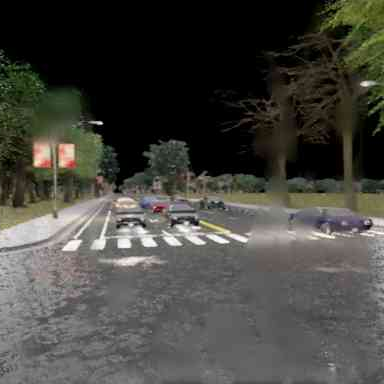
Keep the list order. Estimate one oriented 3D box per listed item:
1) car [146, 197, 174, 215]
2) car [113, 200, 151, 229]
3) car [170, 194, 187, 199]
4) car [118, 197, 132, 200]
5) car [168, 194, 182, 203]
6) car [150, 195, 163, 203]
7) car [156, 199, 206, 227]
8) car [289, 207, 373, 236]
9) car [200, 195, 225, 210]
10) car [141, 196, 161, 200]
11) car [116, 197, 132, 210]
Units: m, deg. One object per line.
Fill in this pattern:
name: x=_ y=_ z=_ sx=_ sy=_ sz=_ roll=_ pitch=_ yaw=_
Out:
car: x=-3.153 y=1.465 z=32.447 sx=1.895 sy=1.301 sz=4.718 roll=-1 pitch=0 yaw=-13
car: x=-4.085 y=1.487 z=21.788 sx=2.033 sy=1.411 sz=5.357 roll=-1 pitch=0 yaw=-12
car: x=-1.598 y=1.302 z=40.659 sx=1.837 sy=1.490 sz=4.892 roll=-1 pitch=0 yaw=-13
car: x=-6.258 y=1.381 z=31.439 sx=1.882 sy=1.535 sz=5.008 roll=-1 pitch=0 yaw=-13
car: x=-3.170 y=1.214 z=61.951 sx=1.837 sy=1.490 sz=4.892 roll=-1 pitch=1 yaw=-13
car: x=-6.751 y=1.345 z=62.718 sx=1.895 sy=1.301 sz=4.718 roll=-1 pitch=0 yaw=-13
car: x=-0.901 y=1.450 z=22.424 sx=2.033 sy=1.411 sz=5.357 roll=-1 pitch=0 yaw=-12
car: x=7.033 y=1.449 z=17.540 sx=1.895 sy=1.301 sz=4.718 roll=-1 pitch=0 yaw=-13
car: x=2.196 y=1.122 z=38.654 sx=2.097 sy=1.767 sz=4.553 roll=-1 pitch=0 yaw=-13
car: x=-5.470 y=1.305 z=42.555 sx=1.882 sy=1.535 sz=5.008 roll=-1 pitch=0 yaw=-13
car: x=-8.549 y=1.392 z=41.446 sx=1.812 sy=1.442 sz=4.674 roll=-1 pitch=0 yaw=-13
